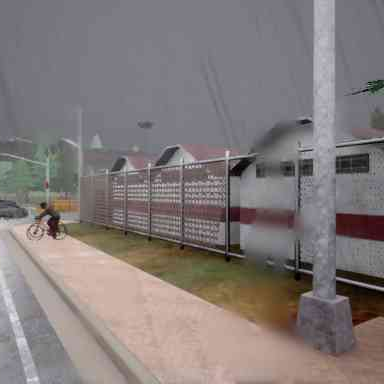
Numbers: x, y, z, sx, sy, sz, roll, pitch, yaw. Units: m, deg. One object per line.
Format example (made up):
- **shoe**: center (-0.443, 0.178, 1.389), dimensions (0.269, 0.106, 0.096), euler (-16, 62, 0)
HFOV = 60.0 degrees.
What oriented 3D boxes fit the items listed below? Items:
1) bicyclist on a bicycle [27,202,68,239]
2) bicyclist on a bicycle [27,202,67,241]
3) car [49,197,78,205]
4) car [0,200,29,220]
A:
- **bicyclist on a bicycle**: center (-6.782, 1.301, 15.612), dimensions (1.656, 1.620, 0.582), euler (0, 0, -39)
- **bicyclist on a bicycle**: center (-6.268, 1.301, 14.392), dimensions (1.656, 1.620, 0.582), euler (0, 0, -14)
- **car**: center (-19.428, 1.505, 50.150), dimensions (4.892, 1.490, 1.837), euler (0, 0, -35)
- **car**: center (-15.597, 1.564, 27.009), dimensions (4.181, 1.385, 1.994), euler (0, 0, -35)
